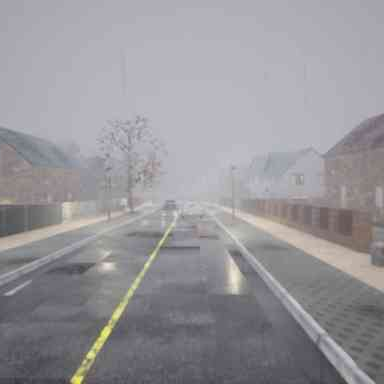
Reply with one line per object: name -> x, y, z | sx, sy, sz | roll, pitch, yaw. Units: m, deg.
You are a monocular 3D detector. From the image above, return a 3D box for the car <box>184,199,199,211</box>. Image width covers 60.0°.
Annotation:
car -> -0.110, 1.725, 44.528 | 1.994, 1.385, 4.181 | 0, 0, -1

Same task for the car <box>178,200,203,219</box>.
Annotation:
car -> -0.006, 1.602, 29.935 | 1.812, 1.442, 4.674 | 0, -1, 0

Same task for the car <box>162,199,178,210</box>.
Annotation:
car -> -2.894, 1.689, 44.890 | 1.837, 1.490, 4.892 | 0, -1, -1
